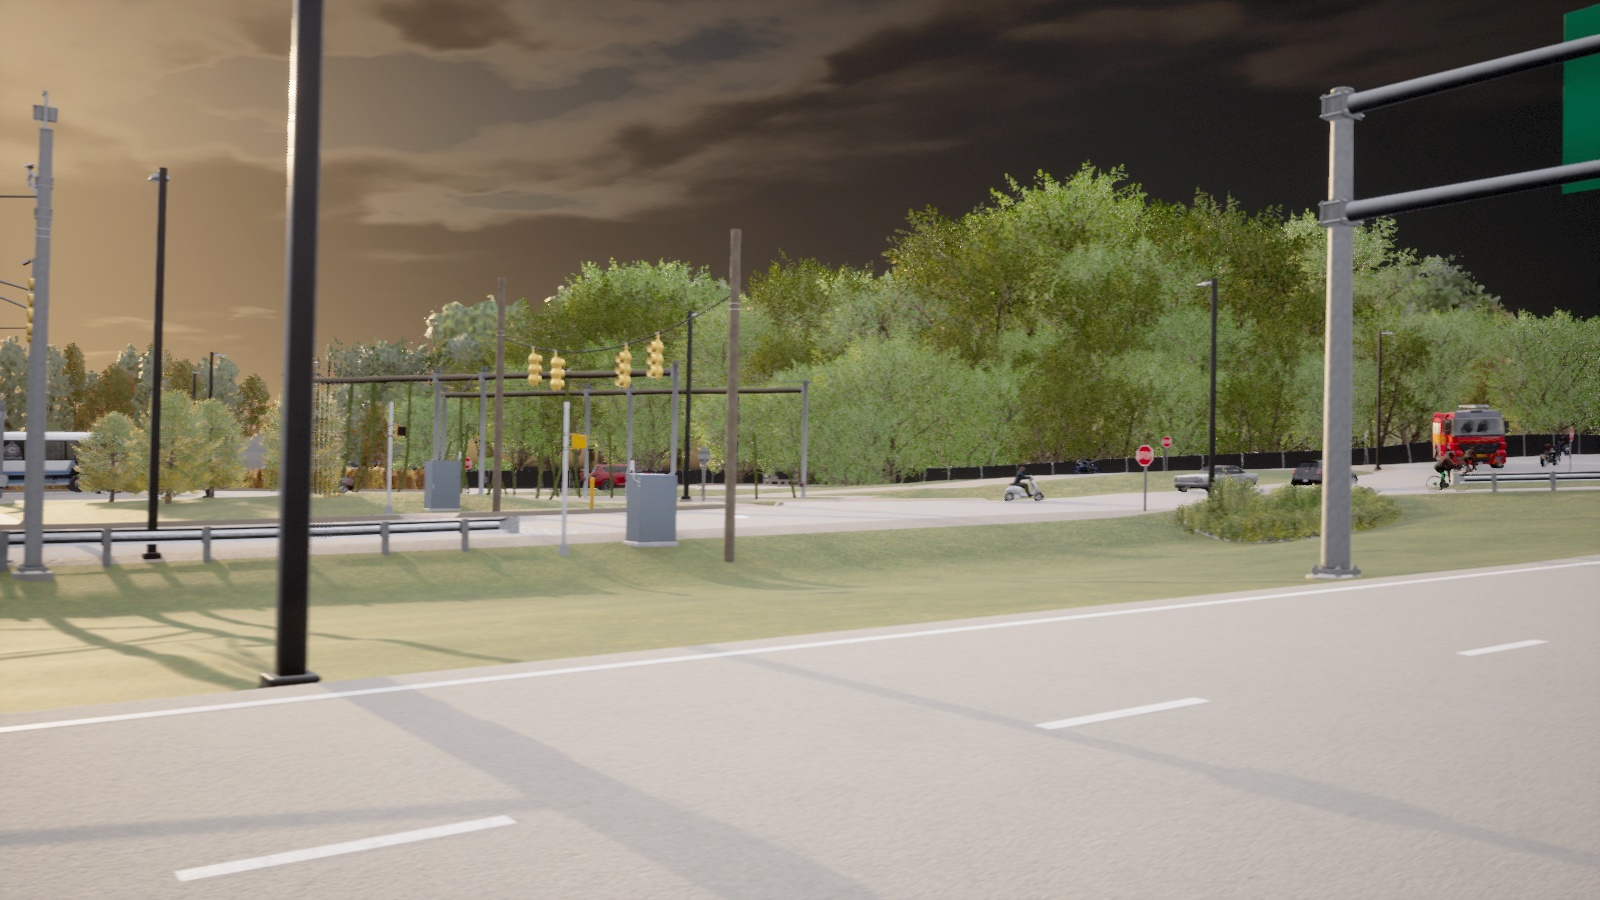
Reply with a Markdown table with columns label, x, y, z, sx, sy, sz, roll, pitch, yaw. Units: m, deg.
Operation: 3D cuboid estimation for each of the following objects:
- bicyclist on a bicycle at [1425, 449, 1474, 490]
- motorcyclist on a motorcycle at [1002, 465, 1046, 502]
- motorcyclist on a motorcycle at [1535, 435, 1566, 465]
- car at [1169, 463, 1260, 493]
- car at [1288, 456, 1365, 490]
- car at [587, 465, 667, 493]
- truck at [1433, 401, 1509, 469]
| label | x | y | z | sx | sy | sz | roll | pitch | yaw |
| --- | --- | --- | --- | --- | --- | --- | --- | --- | --- |
| bicyclist on a bicycle | 26.548 | 0.808 | 51.348 | 1.656 | 1.620 | 0.582 | -2 | -2 | 17 |
| motorcyclist on a motorcycle | 9.972 | 1.481 | 55.871 | 1.817 | 1.590 | 0.866 | -1 | -1 | 3 |
| motorcyclist on a motorcycle | 45.117 | -0.003 | 75.482 | 2.350 | 1.649 | 0.766 | -3 | 1 | -37 |
| car | 20.788 | 1.363 | 62.899 | 4.718 | 1.301 | 1.895 | -2 | 1 | -36 |
| car | 26.221 | 1.126 | 62.533 | 3.633 | 1.501 | 1.845 | -3 | 1 | -35 |
| car | -12.899 | 2.135 | 93.689 | 5.566 | 2.045 | 2.150 | 0 | -1 | -18 |
| truck | 41.308 | -1.015 | 77.597 | 2.891 | 3.827 | 8.468 | -2 | 2 | 20 |
